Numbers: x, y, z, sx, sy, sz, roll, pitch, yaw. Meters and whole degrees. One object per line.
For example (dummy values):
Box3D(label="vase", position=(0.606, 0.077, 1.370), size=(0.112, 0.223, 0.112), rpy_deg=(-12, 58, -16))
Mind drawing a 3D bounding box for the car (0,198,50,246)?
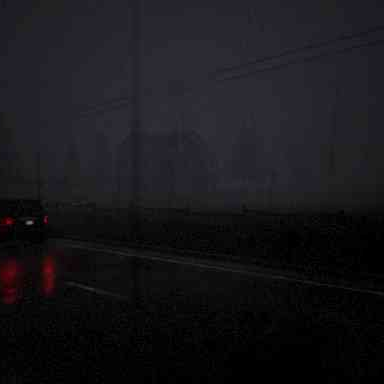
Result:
Box3D(label="car", position=(-8.300, 1.255, 14.089), size=(5.566, 2.045, 2.150), rpy_deg=(0, 0, 36))
